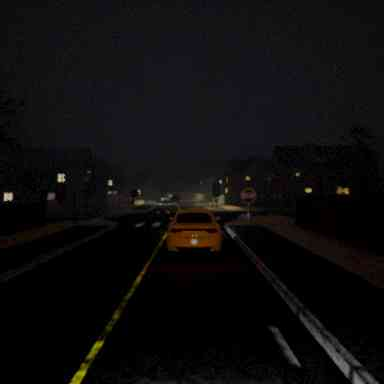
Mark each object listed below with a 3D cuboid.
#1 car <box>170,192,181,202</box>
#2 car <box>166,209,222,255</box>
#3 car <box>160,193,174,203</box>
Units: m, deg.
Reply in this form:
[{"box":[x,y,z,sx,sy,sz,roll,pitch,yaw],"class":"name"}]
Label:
[{"box":[-3.567,1.324,71.723,1.837,1.490,4.892,0,0,-10],"class":"car"},{"box":[0.097,1.397,12.911,1.882,1.535,5.008,0,0,1],"class":"car"},{"box":[-4.841,1.337,61.360,1.812,1.442,4.674,0,0,-7],"class":"car"}]
